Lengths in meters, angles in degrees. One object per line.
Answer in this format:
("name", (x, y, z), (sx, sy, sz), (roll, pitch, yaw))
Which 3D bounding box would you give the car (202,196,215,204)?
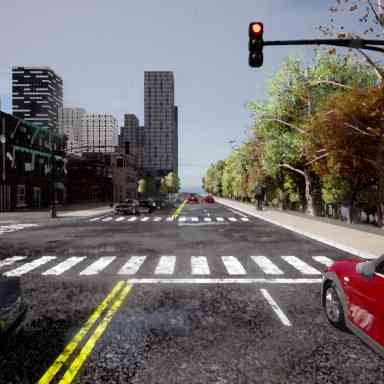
("car", (3.362, 1.453, 65.291), (1.882, 1.535, 5.008), (0, 0, 0))

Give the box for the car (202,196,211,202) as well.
("car", (3.266, 1.523, 75.435), (1.994, 1.385, 4.181), (0, 0, 0))

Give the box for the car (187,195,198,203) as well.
("car", (0.111, 1.327, 65.959), (2.097, 1.767, 4.553), (0, 0, 0))

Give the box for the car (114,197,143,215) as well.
("car", (-6.597, 1.494, 34.151), (1.837, 1.490, 4.892), (0, 0, 0))

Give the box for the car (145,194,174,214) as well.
("car", (-3.357, 1.210, 35.746), (2.150, 2.045, 5.566), (0, 0, -1))

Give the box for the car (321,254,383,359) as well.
("car", (3.349, 1.351, 4.119), (2.097, 1.767, 4.553), (0, 0, 0))

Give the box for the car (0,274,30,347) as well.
("car", (-3.349, 1.547, 2.638), (2.033, 1.411, 5.357), (0, 0, 0))

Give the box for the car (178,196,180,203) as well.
("car", (-3.280, 1.467, 65.011), (2.128, 1.511, 4.902), (0, 0, 1))

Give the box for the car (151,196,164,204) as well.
("car", (-6.545, 1.540, 63.221), (1.994, 1.385, 4.181), (0, 0, 0))

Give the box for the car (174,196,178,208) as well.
("car", (-3.340, 1.488, 46.040), (1.837, 1.490, 4.892), (0, 0, 0))

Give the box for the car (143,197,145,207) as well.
("car", (-6.587, 1.462, 47.080), (1.882, 1.535, 5.008), (0, 0, 0))
